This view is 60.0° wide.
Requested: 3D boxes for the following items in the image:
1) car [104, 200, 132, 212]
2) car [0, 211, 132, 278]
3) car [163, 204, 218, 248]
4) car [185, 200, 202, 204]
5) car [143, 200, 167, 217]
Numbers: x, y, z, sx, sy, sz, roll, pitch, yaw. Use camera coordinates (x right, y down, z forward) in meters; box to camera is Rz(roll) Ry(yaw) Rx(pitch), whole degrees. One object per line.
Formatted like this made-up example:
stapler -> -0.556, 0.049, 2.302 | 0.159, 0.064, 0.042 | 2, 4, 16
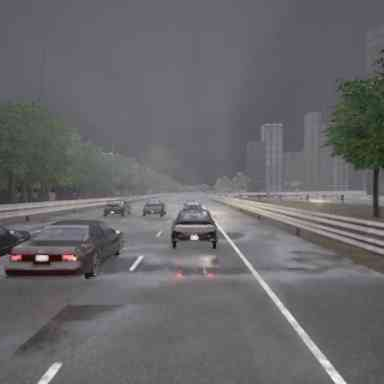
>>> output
car -> -6.915, 1.503, 31.270 | 1.837, 1.490, 4.892 | 0, 0, 0
car -> -3.405, 1.547, 10.055 | 2.033, 1.411, 5.357 | 0, 0, 0
car -> 0.092, 1.491, 14.769 | 2.128, 1.511, 4.902 | 0, 0, 0
car -> 0.084, 1.524, 32.193 | 1.812, 1.442, 4.674 | 0, 0, 0
car -> -3.416, 1.490, 31.124 | 2.128, 1.511, 4.902 | 0, 0, 0
